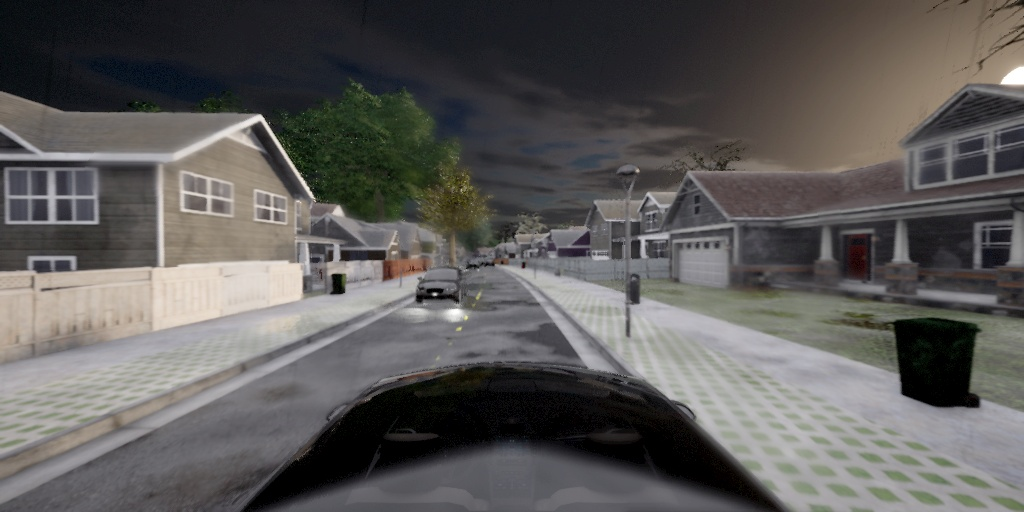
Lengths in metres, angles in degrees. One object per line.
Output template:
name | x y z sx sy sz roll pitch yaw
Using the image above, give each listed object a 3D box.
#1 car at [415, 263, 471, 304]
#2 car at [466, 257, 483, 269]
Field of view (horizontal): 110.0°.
car | -3.134 1.266 16.588 1.837 1.490 4.892 0 0 -2
car | -6.289 1.248 58.128 2.097 1.767 4.553 0 0 -6
